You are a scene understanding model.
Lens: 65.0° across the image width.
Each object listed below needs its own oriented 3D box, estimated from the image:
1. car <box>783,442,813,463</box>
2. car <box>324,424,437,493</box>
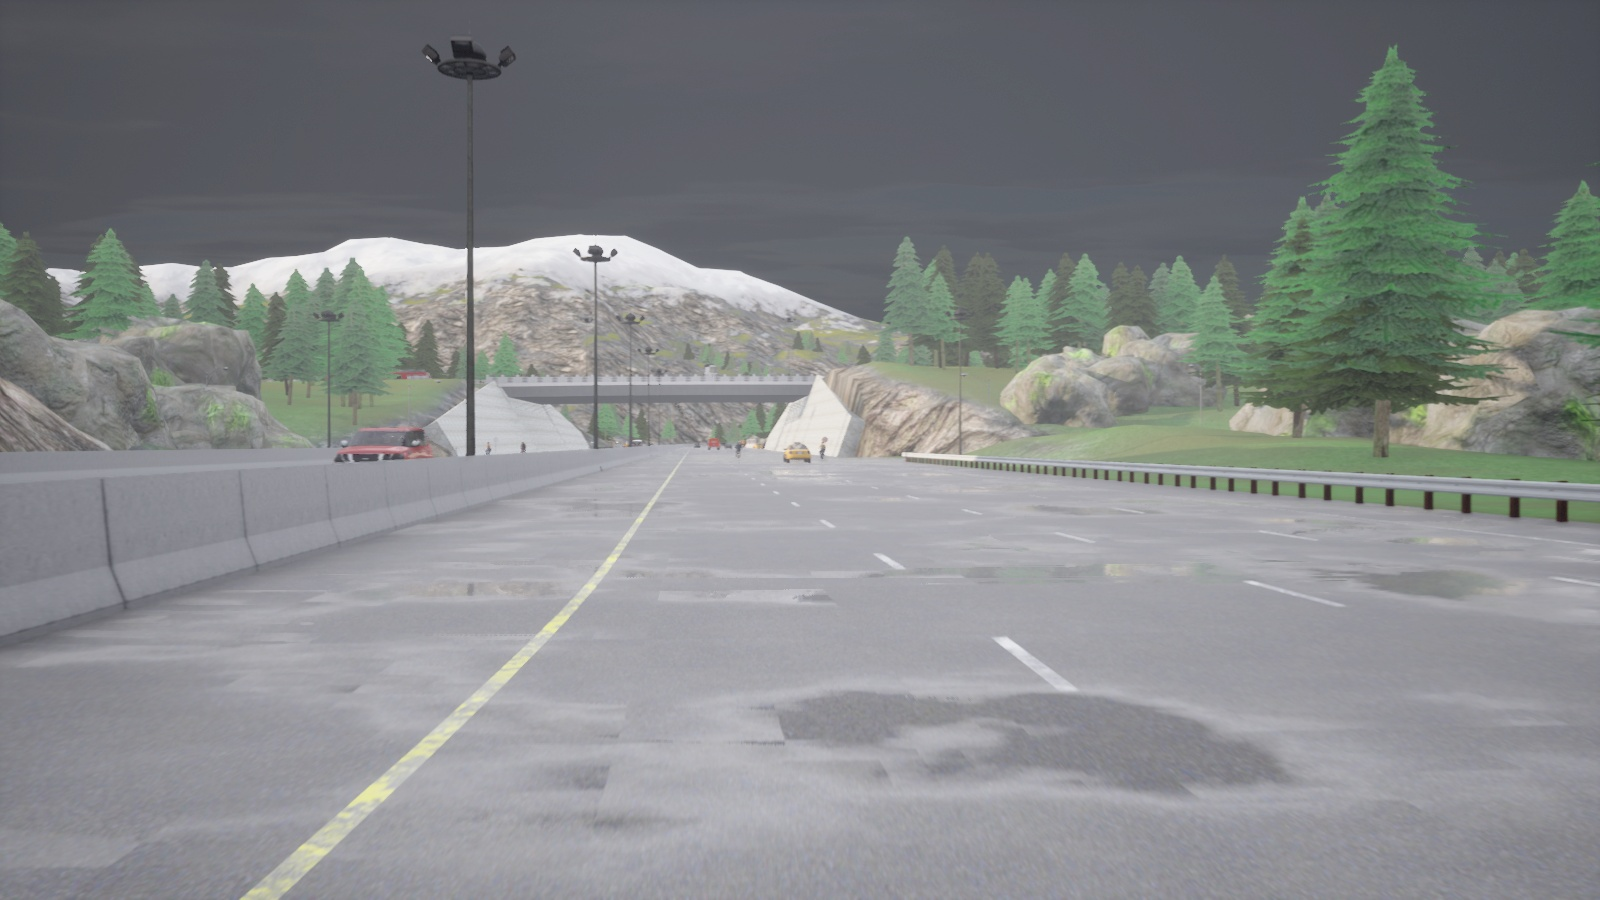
[{"bbox_3d":[-0.168,0.154,94.239,1.801,1.575,5.366,0,0,-5],"label":"car"},{"bbox_3d":[-13.185,0.234,39.898,2.150,2.045,5.566,0,0,-5],"label":"car"}]
